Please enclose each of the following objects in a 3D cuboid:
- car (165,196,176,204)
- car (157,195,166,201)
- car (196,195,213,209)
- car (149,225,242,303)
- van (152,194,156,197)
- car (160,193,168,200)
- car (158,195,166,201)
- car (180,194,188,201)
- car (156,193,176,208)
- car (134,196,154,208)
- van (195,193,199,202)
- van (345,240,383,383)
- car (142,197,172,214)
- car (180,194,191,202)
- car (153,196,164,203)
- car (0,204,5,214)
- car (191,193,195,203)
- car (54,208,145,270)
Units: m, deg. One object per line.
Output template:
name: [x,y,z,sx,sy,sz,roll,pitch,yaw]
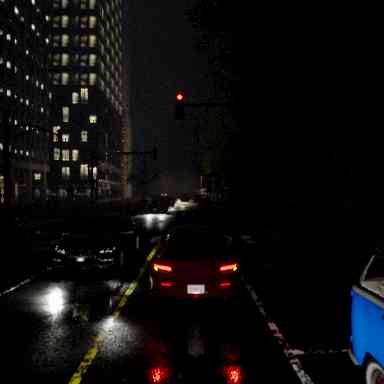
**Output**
car: [-4.001,1.520,62.644,1.994,1.385,4.181,0,0,-1]
car: [-7.276,1.480,78.571,1.887,1.381,4.507,0,0,-2]
car: [1.899,1.497,45.860,1.752,1.417,4.829,0,0,-2]
car: [0.054,1.523,8.080,1.812,1.442,4.674,0,0,0]
van: [-6.625,1.297,61.941,1.690,1.788,3.998,0,0,-2]
car: [-8.075,1.226,95.196,2.192,1.841,5.009,0,0,-3]
car: [-7.528,1.510,84.115,1.802,1.307,4.206,0,0,-3]
car: [-1.900,1.243,80.591,1.882,1.535,5.008,0,0,-3]
car: [-3.549,1.323,46.786,2.097,1.767,4.553,0,0,-2]
car: [-5.832,1.528,39.770,2.008,1.369,4.403,0,0,-1]
van: [1.748,1.308,51.233,1.690,1.788,3.998,0,0,-2]
van: [2.558,1.340,2.145,1.690,1.788,3.998,0,0,0]
car: [-3.554,1.545,34.518,1.994,1.385,4.181,0,0,3]
car: [-1.481,1.533,70.615,1.895,1.301,4.718,0,0,-2]
car: [-6.826,1.494,67.484,1.887,1.381,4.507,0,0,-2]
car: [-18.220,1.369,28.510,4.206,1.307,1.802,1,0,3]
car: [1.185,1.474,68.026,1.752,1.417,4.829,0,0,-2]
car: [-2.913,1.502,11.061,1.837,1.490,4.892,0,0,0]
